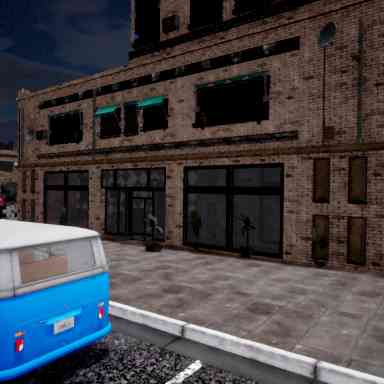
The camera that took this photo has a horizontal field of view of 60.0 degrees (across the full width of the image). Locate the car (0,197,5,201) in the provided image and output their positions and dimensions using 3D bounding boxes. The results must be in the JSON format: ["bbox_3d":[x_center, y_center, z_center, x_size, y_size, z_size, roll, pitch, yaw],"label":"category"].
[{"bbox_3d":[-22.898,1.411,36.248,2.192,1.841,5.009,0,0,36],"label":"car"}]

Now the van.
[{"bbox_3d":[-3.021,1.340,5.016,3.998,1.788,1.690,0,1,36],"label":"van"}]

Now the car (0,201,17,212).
[{"bbox_3d":[-16.147,1.793,31.289,1.947,1.339,4.313,0,0,36],"label":"car"}]

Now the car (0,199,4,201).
[{"bbox_3d":[-21.808,1.684,33.366,1.994,1.385,4.181,1,0,36],"label":"car"}]
